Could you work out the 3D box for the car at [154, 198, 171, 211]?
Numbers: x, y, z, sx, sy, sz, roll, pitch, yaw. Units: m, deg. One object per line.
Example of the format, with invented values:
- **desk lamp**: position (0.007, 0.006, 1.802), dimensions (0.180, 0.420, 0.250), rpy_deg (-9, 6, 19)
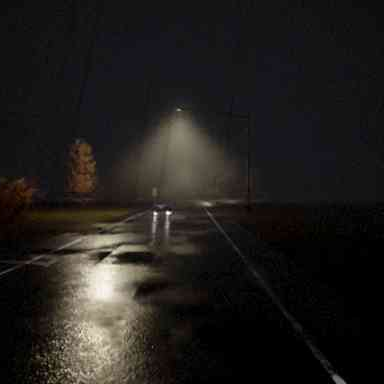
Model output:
- **car**: position (-3.573, 1.529, 40.640), dimensions (1.812, 1.442, 4.674), rpy_deg (0, 0, 0)
